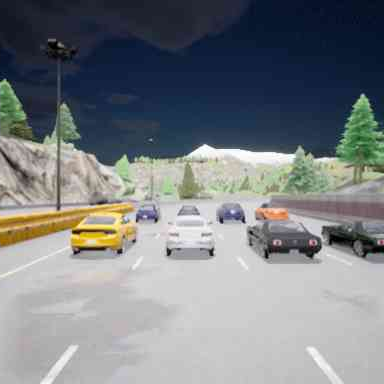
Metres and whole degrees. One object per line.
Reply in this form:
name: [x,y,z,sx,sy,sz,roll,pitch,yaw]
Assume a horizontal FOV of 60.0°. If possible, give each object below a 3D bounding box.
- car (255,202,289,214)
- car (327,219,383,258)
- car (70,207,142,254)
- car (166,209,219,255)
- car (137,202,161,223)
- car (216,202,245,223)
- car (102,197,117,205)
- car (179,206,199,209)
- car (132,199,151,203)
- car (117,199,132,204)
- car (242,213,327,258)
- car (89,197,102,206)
car: [6.752,1.662,28.595,2.097,1.767,4.553,0,-1,0]
car: [6.926,1.748,13.423,1.895,1.301,4.718,0,-1,0]
car: [-3.574,1.633,14.279,1.882,1.535,5.008,0,0,0]
car: [-0.073,1.678,13.987,1.812,1.442,4.674,0,0,0]
car: [-3.744,1.839,28.932,1.812,1.442,4.674,0,0,0]
car: [3.252,1.662,28.551,2.097,1.767,4.553,0,-1,0]
car: [-16.572,2.264,70.623,1.837,1.490,4.892,0,-1,14]
car: [-0.250,1.874,28.520,1.994,1.385,4.181,0,-1,0]
car: [-9.889,2.266,68.419,2.128,1.511,4.902,0,-1,12]
car: [-13.230,2.230,69.521,1.882,1.535,5.008,0,-1,12]
car: [3.427,1.748,13.379,1.895,1.301,4.718,0,-1,0]
car: [-19.908,2.000,71.695,2.150,2.045,5.566,0,-1,14]
